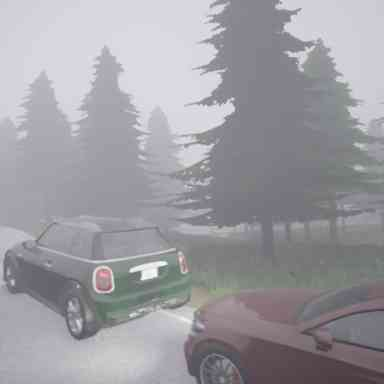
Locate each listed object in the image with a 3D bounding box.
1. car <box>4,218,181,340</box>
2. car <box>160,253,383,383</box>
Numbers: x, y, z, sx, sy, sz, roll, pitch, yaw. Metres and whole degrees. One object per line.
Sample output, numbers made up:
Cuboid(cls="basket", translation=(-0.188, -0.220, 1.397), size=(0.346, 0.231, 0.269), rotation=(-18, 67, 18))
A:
Cuboid(cls="car", translation=(-2.168, 1.310, 6.848), size=(2.097, 1.767, 4.553), rotation=(-1, 1, -45))
Cuboid(cls="car", translation=(2.061, 1.536, 3.111), size=(4.674, 1.442, 1.812), rotation=(1, 0, 38))
